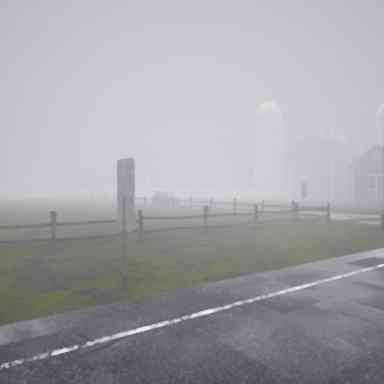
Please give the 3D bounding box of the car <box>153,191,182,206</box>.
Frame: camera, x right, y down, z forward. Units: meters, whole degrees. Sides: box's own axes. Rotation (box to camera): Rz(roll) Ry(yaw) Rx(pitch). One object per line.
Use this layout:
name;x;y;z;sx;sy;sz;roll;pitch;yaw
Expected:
car;-3.667;0.835;48.185;2.150;2.045;5.566;-1;1;-36
